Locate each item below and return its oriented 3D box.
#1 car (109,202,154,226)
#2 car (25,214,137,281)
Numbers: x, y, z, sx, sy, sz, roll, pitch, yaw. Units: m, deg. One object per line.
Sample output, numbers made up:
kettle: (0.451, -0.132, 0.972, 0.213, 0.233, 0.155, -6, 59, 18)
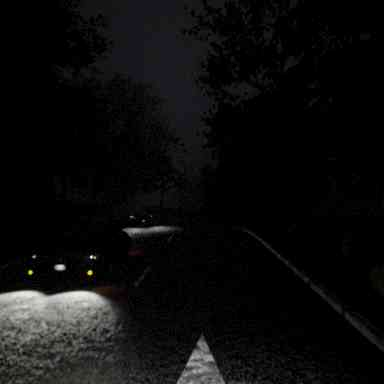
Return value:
car: (-4.340, 1.480, 23.078, 1.812, 1.442, 4.674, 1, 1, -33)
car: (-3.082, 1.591, 9.841, 1.994, 1.385, 4.181, 0, 0, 1)
